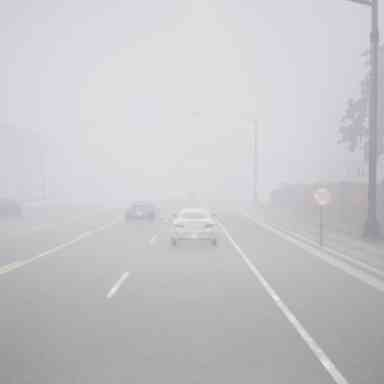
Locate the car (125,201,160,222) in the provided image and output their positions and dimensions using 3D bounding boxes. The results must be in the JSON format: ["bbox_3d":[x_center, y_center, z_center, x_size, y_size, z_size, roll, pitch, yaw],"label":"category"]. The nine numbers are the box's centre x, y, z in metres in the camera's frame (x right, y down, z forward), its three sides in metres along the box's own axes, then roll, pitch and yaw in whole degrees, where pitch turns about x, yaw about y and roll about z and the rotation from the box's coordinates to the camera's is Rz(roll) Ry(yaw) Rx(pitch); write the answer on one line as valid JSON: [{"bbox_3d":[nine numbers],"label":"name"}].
[{"bbox_3d":[-3.408,1.299,23.496,1.994,1.385,4.181,0,1,0],"label":"car"}]

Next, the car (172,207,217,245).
[{"bbox_3d":[0.095,1.404,14.850,1.812,1.442,4.674,0,1,0],"label":"car"}]

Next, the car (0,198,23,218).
[{"bbox_3d":[-14.044,1.219,23.799,2.128,1.511,4.902,0,1,1],"label":"car"}]

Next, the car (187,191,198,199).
[{"bbox_3d":[0.082,0.481,56.913,2.033,1.411,5.357,0,1,0],"label":"car"}]
